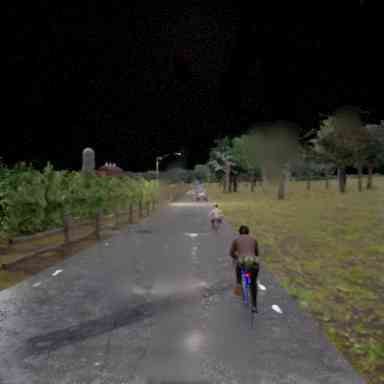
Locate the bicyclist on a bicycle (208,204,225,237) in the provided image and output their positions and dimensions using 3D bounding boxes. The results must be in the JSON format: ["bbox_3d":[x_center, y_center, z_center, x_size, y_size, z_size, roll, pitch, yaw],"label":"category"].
[{"bbox_3d":[1.240,1.415,16.915,0.866,1.612,1.509,-1,0,2],"label":"bicyclist on a bicycle"}]

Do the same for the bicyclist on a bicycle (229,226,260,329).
[{"bbox_3d":[0.967,1.445,6.004,0.582,1.620,1.656,0,0,2],"label":"bicyclist on a bicycle"}]

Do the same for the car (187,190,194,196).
[{"bbox_3d":[-0.247,0.199,88.475,2.097,1.767,4.553,0,1,2],"label":"car"}]

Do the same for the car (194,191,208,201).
[{"bbox_3d":[1.844,0.902,61.116,1.812,1.442,4.674,0,1,1],"label":"car"}]
